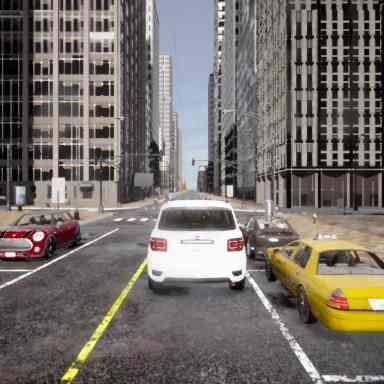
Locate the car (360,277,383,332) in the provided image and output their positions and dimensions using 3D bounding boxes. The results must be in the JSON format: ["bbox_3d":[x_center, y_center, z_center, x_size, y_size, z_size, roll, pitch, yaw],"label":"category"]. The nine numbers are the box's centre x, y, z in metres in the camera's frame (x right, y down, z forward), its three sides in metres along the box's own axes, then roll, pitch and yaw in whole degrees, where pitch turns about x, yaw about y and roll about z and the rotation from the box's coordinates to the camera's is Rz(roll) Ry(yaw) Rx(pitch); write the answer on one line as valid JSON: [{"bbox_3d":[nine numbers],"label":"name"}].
[{"bbox_3d":[2.693,1.551,1.086,2.008,1.369,4.403,0,0,0],"label":"car"}]

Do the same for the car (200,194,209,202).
[{"bbox_3d":[2.748,1.353,73.053,1.967,1.590,4.097,0,0,0],"label":"car"}]

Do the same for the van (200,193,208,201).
[{"bbox_3d":[2.753,1.239,78.738,1.690,1.788,3.998,0,0,0],"label":"van"}]

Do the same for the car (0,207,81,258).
[{"bbox_3d":[-5.678,1.437,12.430,1.967,1.590,4.097,0,0,0],"label":"car"}]

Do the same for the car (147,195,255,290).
[{"bbox_3d":[0.107,1.220,9.212,2.150,2.045,5.566,0,0,0],"label":"car"}]

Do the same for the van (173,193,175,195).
[{"bbox_3d":[-5.622,1.225,84.433,1.690,1.788,3.998,0,0,0],"label":"van"}]

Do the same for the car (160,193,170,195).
[{"bbox_3d":[-5.736,1.380,61.693,1.967,1.590,4.097,0,0,0],"label":"car"}]

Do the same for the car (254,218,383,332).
[{"bbox_3d":[2.697,1.525,6.927,1.752,1.417,4.829,0,0,0],"label":"car"}]

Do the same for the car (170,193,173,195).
[{"bbox_3d":[-5.665,1.242,67.378,2.192,1.841,5.009,0,0,0],"label":"car"}]

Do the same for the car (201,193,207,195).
[{"bbox_3d":[2.836,1.380,61.685,1.967,1.590,4.097,0,0,0],"label":"car"}]

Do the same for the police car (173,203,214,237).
[{"bbox_3d":[0.111,1.497,19.132,2.038,1.542,4.974,0,0,1],"label":"police car"}]

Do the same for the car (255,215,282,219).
[{"bbox_3d":[2.702,1.548,12.425,2.008,1.369,4.403,0,0,0],"label":"car"}]
